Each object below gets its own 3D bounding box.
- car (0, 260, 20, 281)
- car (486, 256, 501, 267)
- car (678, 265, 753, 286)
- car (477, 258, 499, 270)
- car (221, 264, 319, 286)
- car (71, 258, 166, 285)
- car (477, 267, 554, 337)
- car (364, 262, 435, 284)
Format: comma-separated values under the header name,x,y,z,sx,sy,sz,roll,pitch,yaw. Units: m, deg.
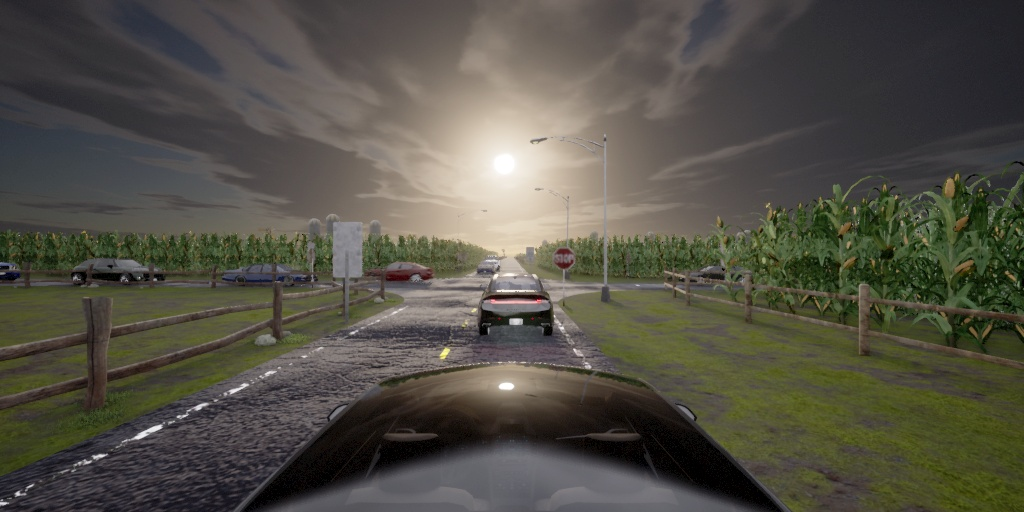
name,x,y,z,sx,sy,sz,roll,pitch,yaw
car,-35.981,0.765,23.448,5.566,2.045,2.150,0,-1,1
car,-2.874,0.955,51.092,2.150,2.045,5.566,0,0,1
car,14.650,1.372,25.930,4.892,1.490,1.837,0,-1,0
car,-2.879,1.287,40.831,2.033,1.411,5.357,0,0,0
car,-15.619,1.198,23.282,5.357,1.411,2.033,0,-1,-1
car,-25.483,0.948,23.347,4.553,1.767,2.097,0,-1,1
car,0.092,1.242,10.361,2.128,1.511,4.902,0,0,0
car,-8.176,1.197,26.129,5.008,1.535,1.882,0,-1,1
